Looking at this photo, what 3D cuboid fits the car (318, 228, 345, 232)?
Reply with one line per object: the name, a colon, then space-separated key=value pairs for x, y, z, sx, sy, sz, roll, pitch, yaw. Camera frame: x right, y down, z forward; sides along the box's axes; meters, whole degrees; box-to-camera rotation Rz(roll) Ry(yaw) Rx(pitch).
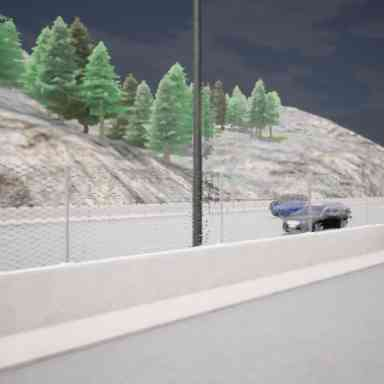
car: x=7.043 y=1.517 z=18.763 sx=4.902 sy=1.511 sz=2.128 roll=0 pitch=0 yaw=-41
